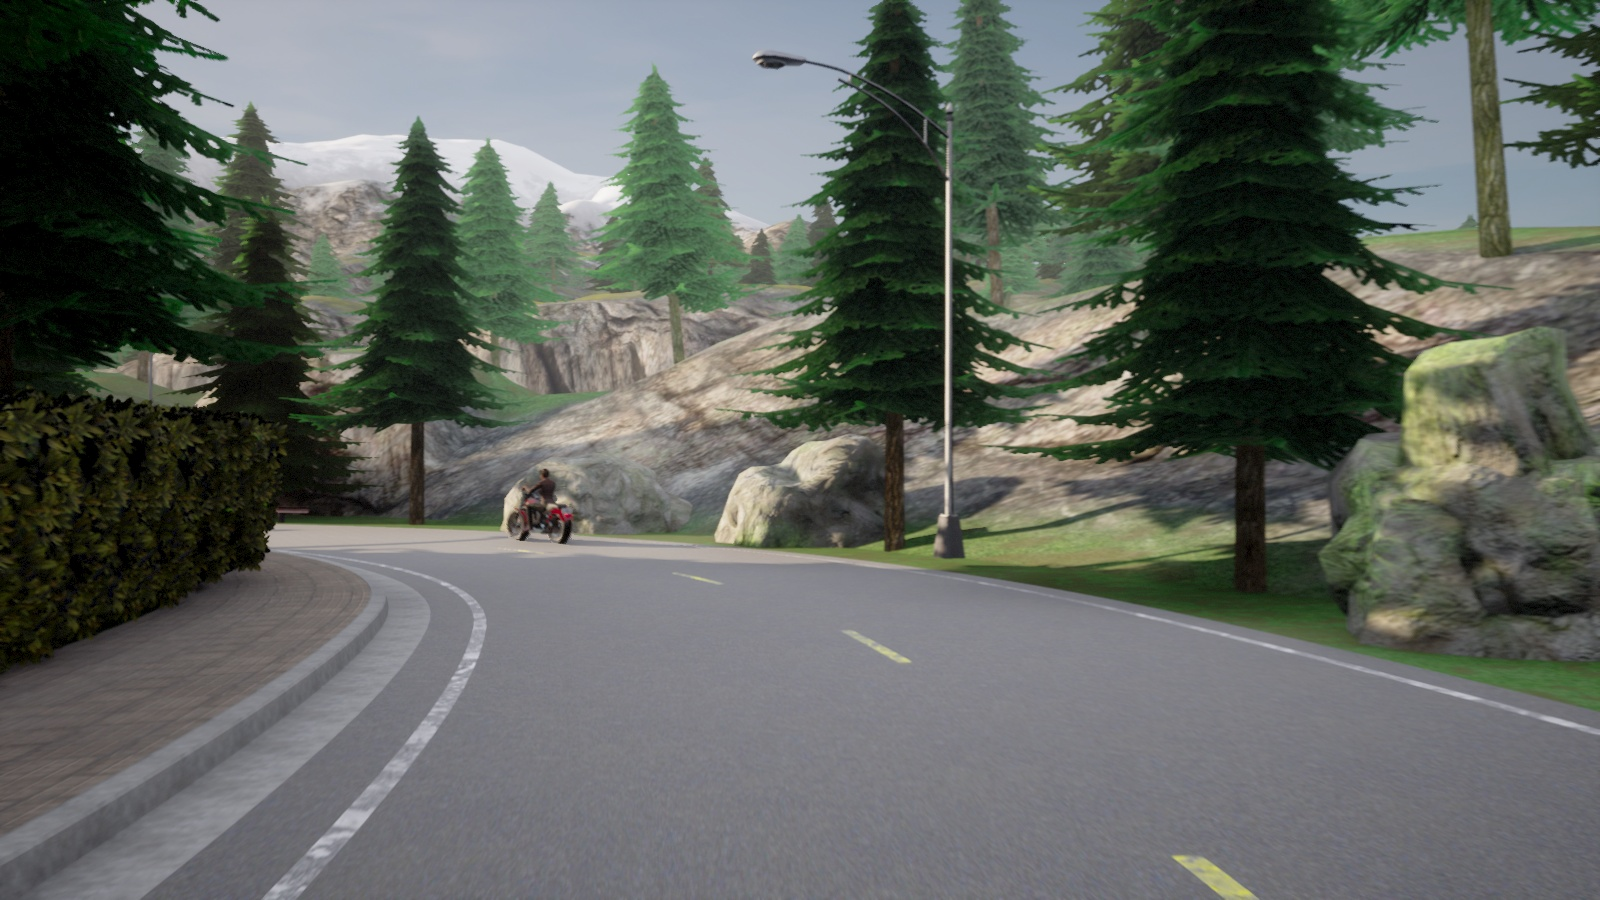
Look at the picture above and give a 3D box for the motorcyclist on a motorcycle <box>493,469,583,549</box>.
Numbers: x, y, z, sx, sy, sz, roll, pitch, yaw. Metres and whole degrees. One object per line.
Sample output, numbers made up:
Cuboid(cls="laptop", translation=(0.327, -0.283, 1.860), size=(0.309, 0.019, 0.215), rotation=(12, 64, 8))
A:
Cuboid(cls="motorcyclist on a motorcycle", translation=(-5.705, 1.248, 27.226), size=(0.766, 1.649, 2.350), rotation=(0, -1, -44))
